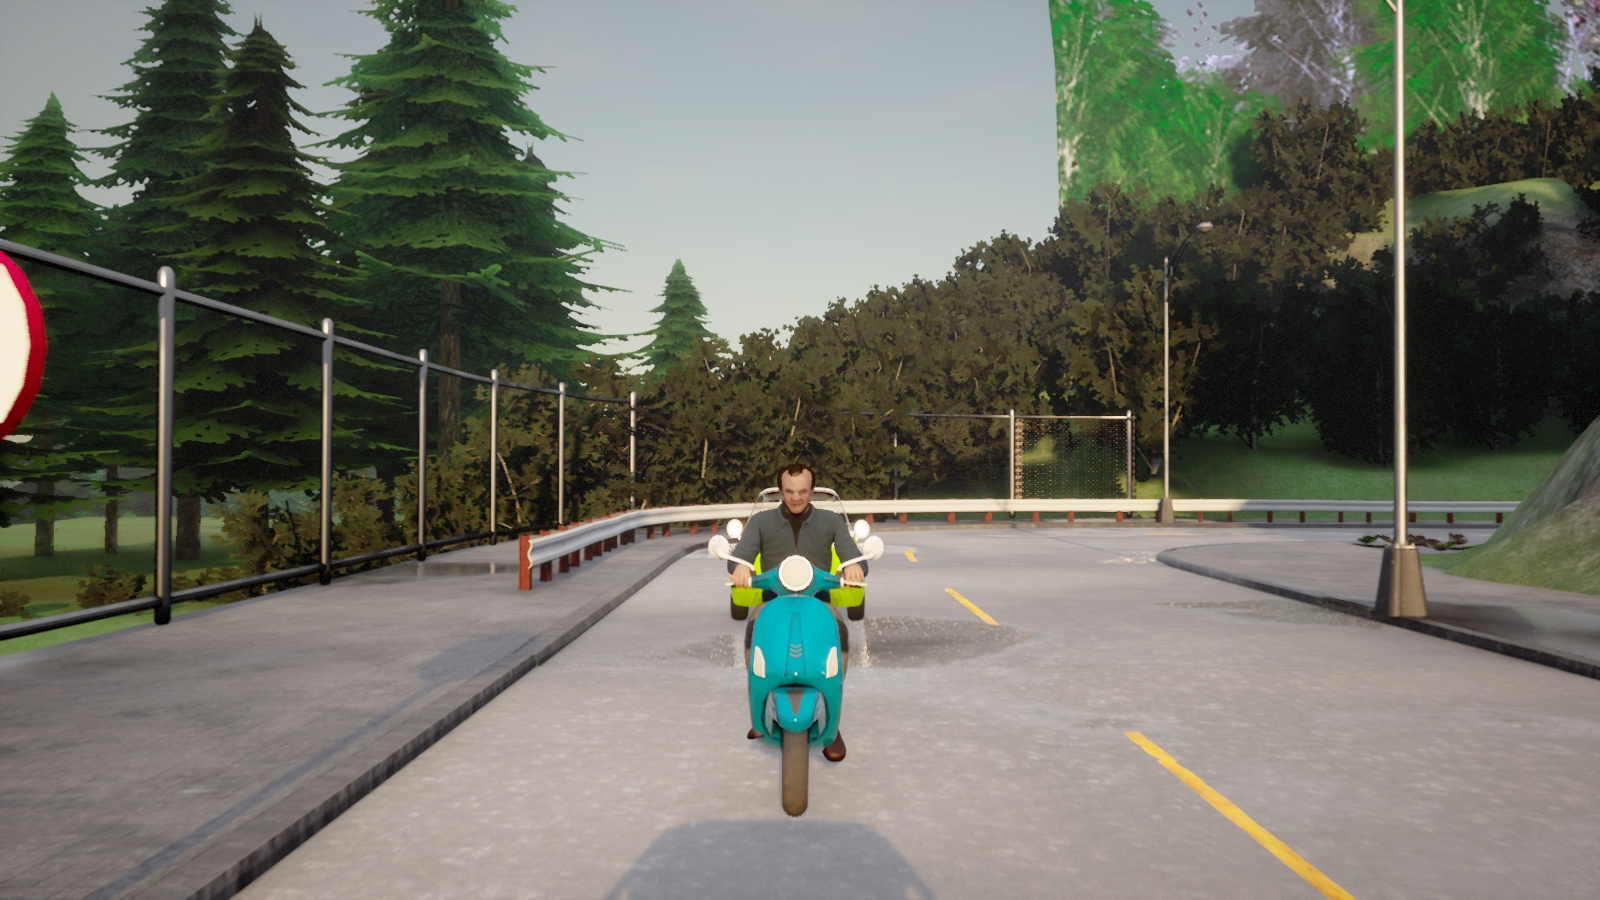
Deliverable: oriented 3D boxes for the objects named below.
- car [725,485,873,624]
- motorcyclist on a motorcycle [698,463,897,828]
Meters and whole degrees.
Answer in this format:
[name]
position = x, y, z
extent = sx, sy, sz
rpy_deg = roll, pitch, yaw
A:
[car]
position = -0.007, 1.075, 13.698
extent = 1.481, 1.376, 2.207
rpy_deg = 0, -1, 0
[motorcyclist on a motorcycle]
position = -0.014, 0.863, 6.404
extent = 0.866, 1.590, 1.817
rpy_deg = 0, 0, 0
